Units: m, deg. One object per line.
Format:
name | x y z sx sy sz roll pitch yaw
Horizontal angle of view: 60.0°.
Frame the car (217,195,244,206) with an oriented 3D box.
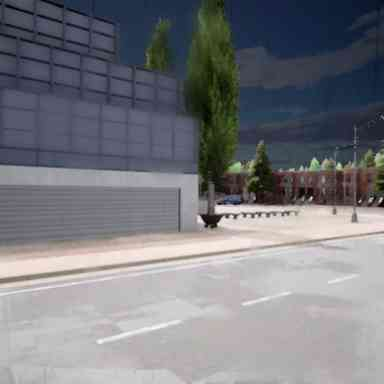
car | 7.526 1.615 65.770 5.566 2.045 2.150 0 0 29
